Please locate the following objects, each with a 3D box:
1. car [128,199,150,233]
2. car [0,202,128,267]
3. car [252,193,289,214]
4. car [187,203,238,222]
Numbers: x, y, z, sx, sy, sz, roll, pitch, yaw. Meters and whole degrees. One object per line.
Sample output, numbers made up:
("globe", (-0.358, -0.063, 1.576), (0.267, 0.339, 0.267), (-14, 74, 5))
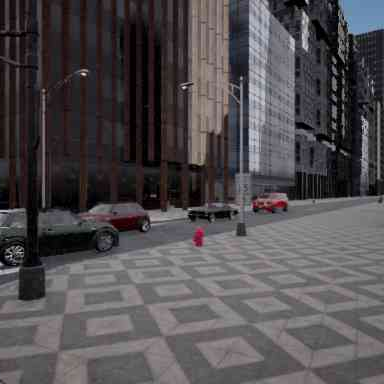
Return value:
("car", (-4.284, 1.301, 17.188), (2.097, 1.767, 4.553), (0, 0, 36))
("car", (-4.830, 1.321, 11.620), (2.097, 1.767, 4.553), (0, 0, 43))
("car", (8.288, 1.117, 34.742), (2.150, 2.045, 5.566), (0, 0, 36))
("car", (1.644, 1.522, 25.461), (1.895, 1.301, 4.718), (0, 0, 36))
